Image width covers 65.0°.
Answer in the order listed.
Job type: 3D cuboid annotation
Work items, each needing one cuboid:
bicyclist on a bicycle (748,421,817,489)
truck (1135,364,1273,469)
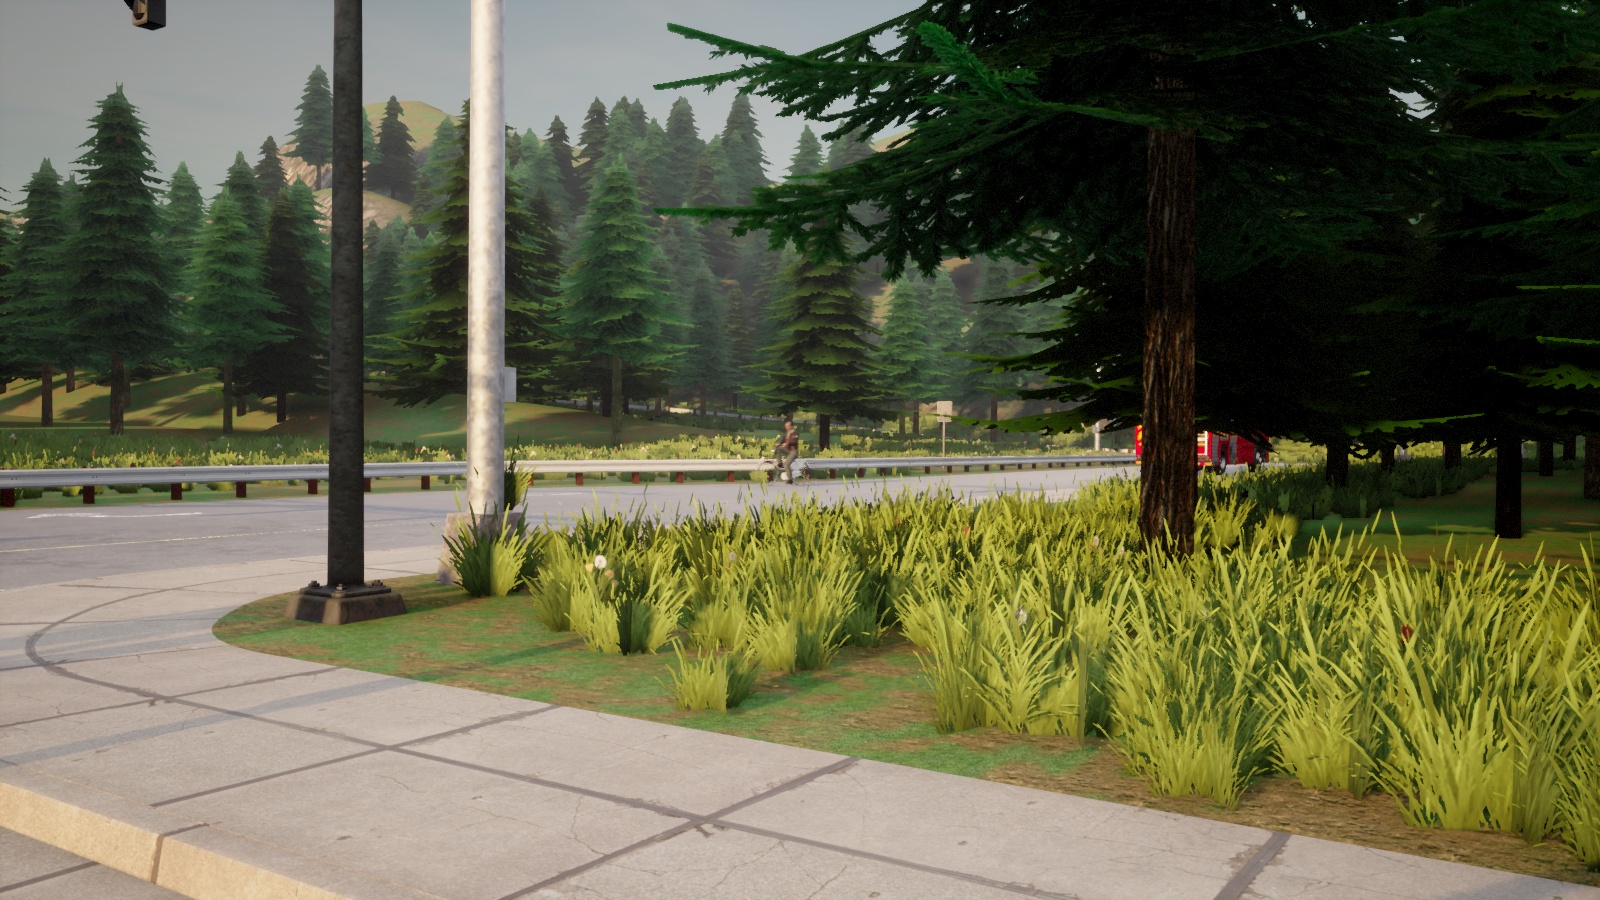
[{"bbox_3d":[-0.467,0.121,33.581,1.843,1.776,0.659,-1,1,-41],"label":"bicyclist on a bicycle"},{"bbox_3d":[16.175,-1.287,49.850,2.891,3.827,8.468,0,1,35],"label":"truck"}]
